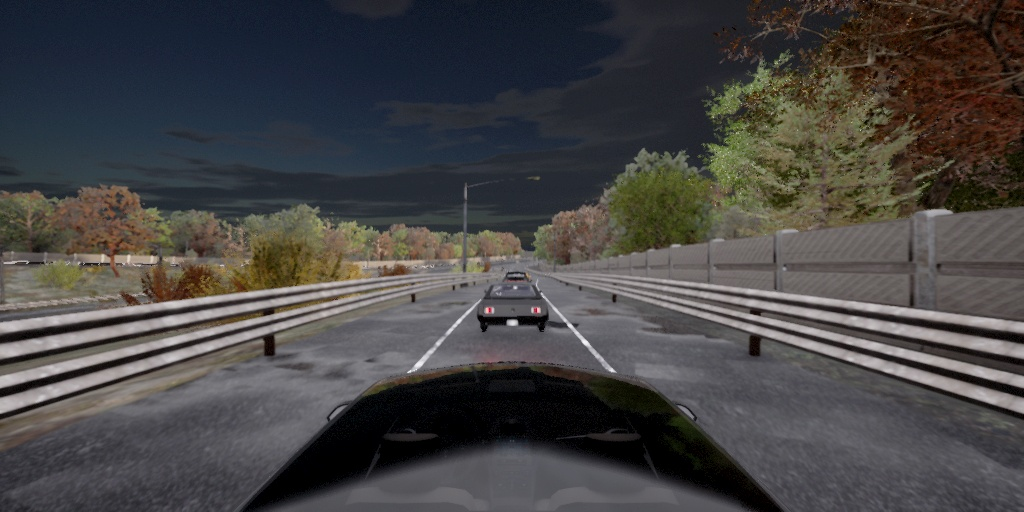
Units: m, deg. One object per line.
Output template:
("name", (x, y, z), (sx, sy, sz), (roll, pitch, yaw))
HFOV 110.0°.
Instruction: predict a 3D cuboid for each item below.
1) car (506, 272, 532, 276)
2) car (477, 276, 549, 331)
("car", (0.312, 1.838, 24.596), (1.837, 1.490, 4.892), (0, -3, 2))
("car", (0.033, 1.484, 11.479), (1.895, 1.301, 4.718), (0, -1, 0))
